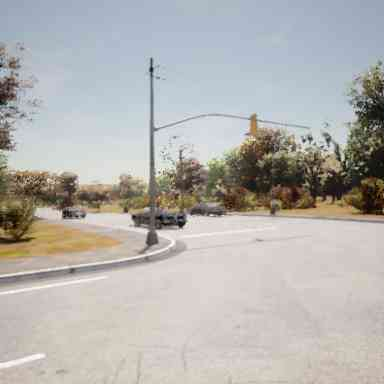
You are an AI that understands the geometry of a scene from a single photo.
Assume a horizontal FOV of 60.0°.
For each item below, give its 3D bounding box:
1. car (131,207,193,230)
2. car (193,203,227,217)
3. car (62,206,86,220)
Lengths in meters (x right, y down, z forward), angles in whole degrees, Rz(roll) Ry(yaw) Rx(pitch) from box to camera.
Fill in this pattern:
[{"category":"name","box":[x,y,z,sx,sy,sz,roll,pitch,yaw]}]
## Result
[{"category":"car","box":[-2.203,1.672,21.763,1.895,1.301,4.718,0,-1,-34]},{"category":"car","box":[1.426,1.864,35.368,2.033,1.411,5.357,0,-2,-34]},{"category":"car","box":[-13.967,2.446,39.294,2.128,1.511,4.902,0,-3,-34]}]
